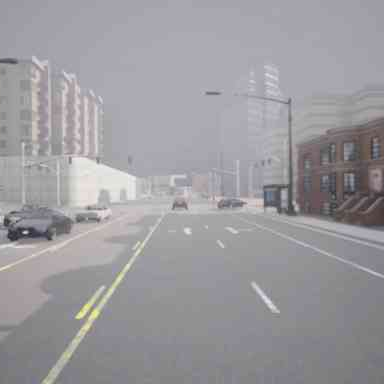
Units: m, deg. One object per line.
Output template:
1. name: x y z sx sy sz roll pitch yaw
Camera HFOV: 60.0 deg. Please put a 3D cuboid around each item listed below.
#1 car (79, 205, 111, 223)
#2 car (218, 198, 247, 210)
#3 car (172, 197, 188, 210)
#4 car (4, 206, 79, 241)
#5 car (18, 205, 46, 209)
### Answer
1. car: -8.100 1.756 27.610 1.895 1.301 4.718 -1 0 -2
2. car: 5.517 1.562 44.890 1.837 1.490 4.892 -4 -3 45
3. car: -1.691 1.488 46.477 2.097 1.767 4.553 -1 0 -2
4. car: -7.714 1.689 17.343 1.994 1.385 4.181 -1 0 -1
5. car: -11.467 1.672 23.770 2.128 1.511 4.902 -1 0 -2
